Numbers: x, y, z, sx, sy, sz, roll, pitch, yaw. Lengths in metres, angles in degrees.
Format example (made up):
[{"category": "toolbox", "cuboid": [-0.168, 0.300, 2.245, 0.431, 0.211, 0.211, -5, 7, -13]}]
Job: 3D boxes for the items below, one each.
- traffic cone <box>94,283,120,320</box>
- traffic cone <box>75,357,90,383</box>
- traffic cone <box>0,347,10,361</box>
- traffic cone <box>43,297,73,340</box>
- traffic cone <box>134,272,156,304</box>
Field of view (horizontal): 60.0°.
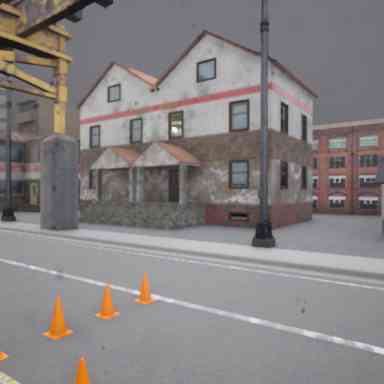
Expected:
[{"category": "traffic cone", "cuboid": [-1.565, 1.983, 6.148, 0.340, 0.580, 0.340, 0, 0, 36]}, {"category": "traffic cone", "cuboid": [-1.110, 1.972, 3.357, 0.340, 0.580, 0.340, 0, 0, 36]}, {"category": "traffic cone", "cuboid": [-2.733, 1.983, 4.525, 0.340, 0.580, 0.340, 0, 0, 36]}, {"category": "traffic cone", "cuboid": [-2.149, 1.983, 5.337, 0.340, 0.580, 0.340, 0, 0, 36]}, {"category": "traffic cone", "cuboid": [-0.981, 1.983, 6.960, 0.340, 0.580, 0.340, 0, 0, 36]}]
